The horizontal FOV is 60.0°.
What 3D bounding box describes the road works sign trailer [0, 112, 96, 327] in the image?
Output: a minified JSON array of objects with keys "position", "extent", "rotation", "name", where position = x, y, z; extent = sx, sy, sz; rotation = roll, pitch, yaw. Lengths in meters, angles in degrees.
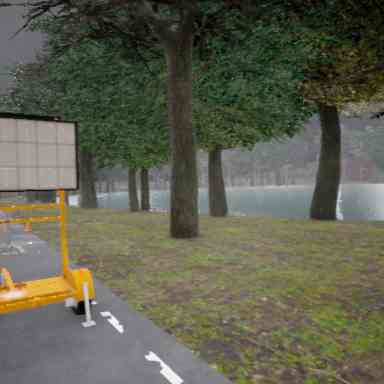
[{"position":[-3.301,0.401,5.963],"extent":[2.380,3.560,2.880],"rotation":[-2,1,-33],"name":"road works sign trailer"}]
